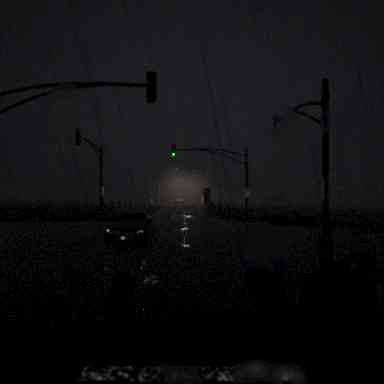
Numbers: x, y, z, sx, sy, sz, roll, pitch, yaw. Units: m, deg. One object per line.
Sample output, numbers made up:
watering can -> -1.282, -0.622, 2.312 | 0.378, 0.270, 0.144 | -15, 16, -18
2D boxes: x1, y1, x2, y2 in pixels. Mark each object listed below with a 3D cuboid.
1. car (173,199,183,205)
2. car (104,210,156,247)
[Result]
car -> -2.827, 2.059, 68.930 | 1.895, 1.301, 4.718 | 0, 0, 0
car -> -2.789, 1.605, 15.753 | 1.812, 1.442, 4.674 | 1, 0, 0
